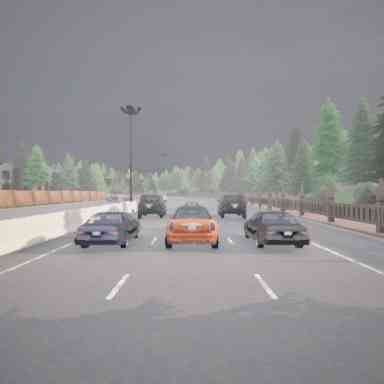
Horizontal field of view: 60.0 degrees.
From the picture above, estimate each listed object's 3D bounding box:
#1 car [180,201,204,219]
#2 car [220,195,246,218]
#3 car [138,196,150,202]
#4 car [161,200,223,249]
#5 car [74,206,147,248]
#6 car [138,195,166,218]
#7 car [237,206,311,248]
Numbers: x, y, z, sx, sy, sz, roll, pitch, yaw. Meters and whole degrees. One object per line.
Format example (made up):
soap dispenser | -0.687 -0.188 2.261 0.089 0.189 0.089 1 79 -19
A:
car | 0.000 1.570 29.650 1.994 1.385 4.181 0 0 0
car | 3.500 1.255 29.680 2.150 2.045 5.566 0 0 0
car | -10.500 1.504 72.930 1.994 1.385 4.181 0 0 0
car | 0.000 1.363 14.620 2.097 1.767 4.553 0 0 0
car | -3.500 1.560 14.650 2.033 1.411 5.357 0 0 0
car | -3.500 1.255 29.680 2.150 2.045 5.566 0 0 0
car | 3.500 1.560 14.650 2.033 1.411 5.357 0 0 0
